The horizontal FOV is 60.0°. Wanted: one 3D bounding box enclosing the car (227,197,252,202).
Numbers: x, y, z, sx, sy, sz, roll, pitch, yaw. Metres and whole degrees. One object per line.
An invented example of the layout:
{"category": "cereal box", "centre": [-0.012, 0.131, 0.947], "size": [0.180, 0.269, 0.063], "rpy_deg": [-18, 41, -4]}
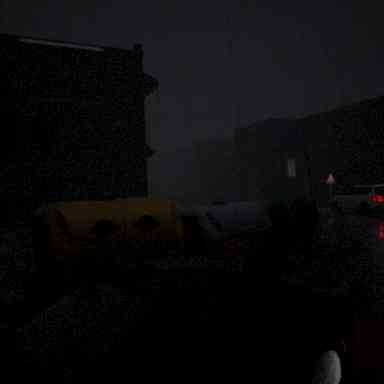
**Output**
{"category": "car", "centre": [5.520, 1.326, 39.941], "size": [1.994, 1.385, 4.181], "rpy_deg": [-3, 0, -23]}

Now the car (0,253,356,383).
{"category": "car", "centre": [-0.348, 1.467, 3.223], "size": [5.008, 1.535, 1.882], "rpy_deg": [-1, 1, -38]}

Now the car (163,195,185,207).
{"category": "car", "centre": [-2.979, 1.437, 51.698], "size": [2.150, 2.045, 5.566], "rpy_deg": [-3, 1, -23]}

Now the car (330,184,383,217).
{"category": "car", "centre": [11.818, 0.541, 22.886], "size": [2.150, 2.045, 5.566], "rpy_deg": [-2, 0, -8]}
